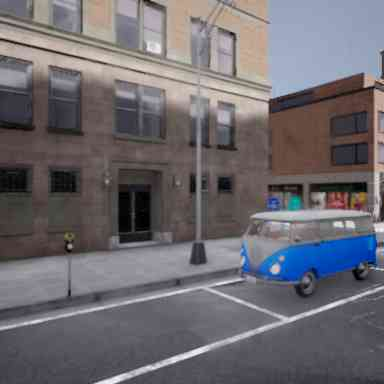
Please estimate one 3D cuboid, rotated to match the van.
[{"bbox_3d":[2.988,1.357,8.346,3.998,1.788,1.690,0,0,-36],"label":"van"}]
